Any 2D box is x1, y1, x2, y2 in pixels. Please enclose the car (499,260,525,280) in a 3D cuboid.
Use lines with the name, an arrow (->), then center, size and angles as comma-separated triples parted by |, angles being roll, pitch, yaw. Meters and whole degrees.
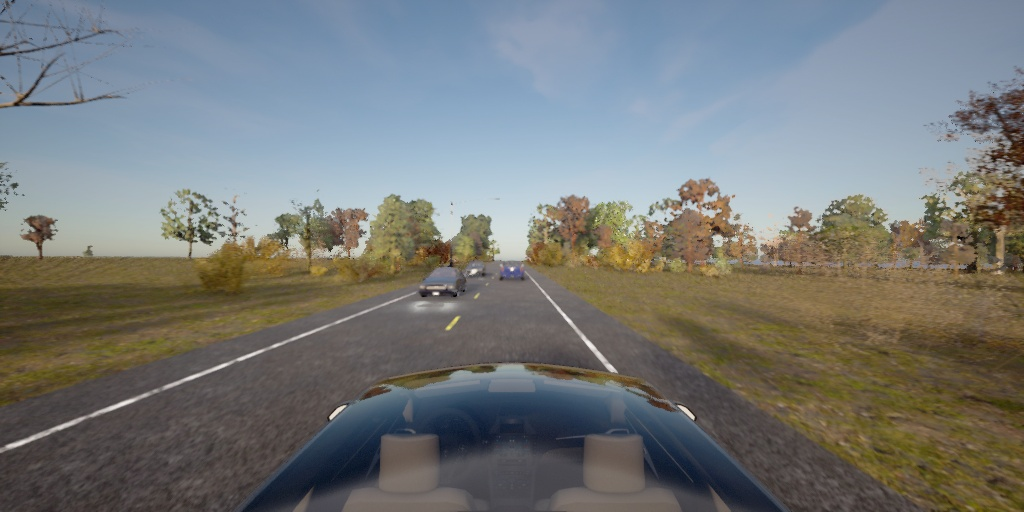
car -> 0.004, 1.104, 30.770 | 2.097, 1.767, 4.553 | 0, 0, 0

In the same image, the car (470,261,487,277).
car -> -3.497, 1.246, 35.365 | 2.128, 1.511, 4.902 | 0, 0, 0

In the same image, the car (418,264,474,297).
car -> -3.498, 1.348, 19.162 | 2.033, 1.411, 5.357 | 0, 0, 0
